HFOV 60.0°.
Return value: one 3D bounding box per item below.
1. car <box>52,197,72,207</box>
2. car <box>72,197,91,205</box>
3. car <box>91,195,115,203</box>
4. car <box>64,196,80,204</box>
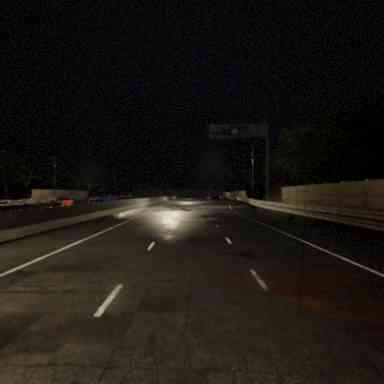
[{"bbox_3d":[-21.045,1.637,54.407,2.097,1.767,4.553,0,0,1],"label":"car"},{"bbox_3d":[-17.547,1.849,54.614,1.994,1.385,4.181,0,0,1],"label":"car"},{"bbox_3d":[-14.047,1.502,54.165,2.150,2.045,5.566,0,0,1],"label":"car"},{"bbox_3d":[-23.870,1.593,66.265,1.994,1.385,4.181,0,0,-3],"label":"car"}]
